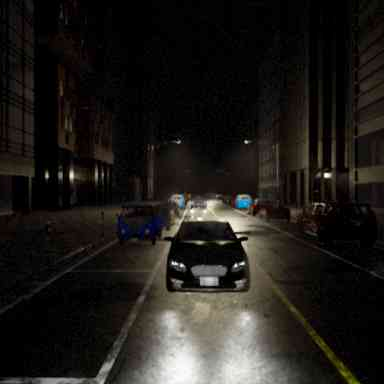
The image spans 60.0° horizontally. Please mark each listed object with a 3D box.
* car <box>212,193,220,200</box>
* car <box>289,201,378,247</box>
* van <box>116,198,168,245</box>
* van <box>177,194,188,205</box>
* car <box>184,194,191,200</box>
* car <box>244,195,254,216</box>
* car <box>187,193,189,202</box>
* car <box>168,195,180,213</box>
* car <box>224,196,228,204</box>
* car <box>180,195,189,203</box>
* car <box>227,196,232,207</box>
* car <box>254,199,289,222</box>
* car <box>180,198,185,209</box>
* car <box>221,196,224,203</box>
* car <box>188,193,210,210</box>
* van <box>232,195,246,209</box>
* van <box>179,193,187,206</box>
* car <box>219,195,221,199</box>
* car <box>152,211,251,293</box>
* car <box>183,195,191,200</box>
[{"bbox_3d":[7.154,1.487,87.868,2.008,1.369,4.403,0,0,1],"label":"car"},{"bbox_3d":[6.296,1.298,14.955,2.192,1.841,5.009,0,0,1],"label":"car"},{"bbox_3d":[-2.229,1.324,15.045,1.690,1.788,3.998,0,0,1],"label":"van"},{"bbox_3d":[-1.700,1.281,59.918,1.690,1.788,3.998,0,0,1],"label":"van"},{"bbox_3d":[-1.304,1.376,93.572,1.967,1.590,4.097,0,0,1],"label":"car"},{"bbox_3d":[6.494,1.406,31.781,1.967,1.590,4.097,0,0,1],"label":"car"},{"bbox_3d":[-1.766,1.385,54.309,1.967,1.590,4.097,0,0,1],"label":"car"},{"bbox_3d":[-2.163,1.292,20.654,2.192,1.841,5.009,0,0,1],"label":"car"},{"bbox_3d":[6.758,1.511,54.216,1.947,1.339,4.313,0,0,1],"label":"car"},{"bbox_3d":[-1.571,1.460,70.965,1.752,1.417,4.829,0,0,1],"label":"car"},{"bbox_3d":[6.692,1.495,48.607,1.887,1.381,4.507,0,0,1],"label":"car"},{"bbox_3d":[6.428,1.516,26.172,1.887,1.381,4.507,0,0,1],"label":"car"},{"bbox_3d":[-2.031,1.517,31.872,2.008,1.369,4.403,0,0,1],"label":"car"},{"bbox_3d":[6.826,1.465,59.995,1.752,1.417,4.829,0,0,1],"label":"car"},{"bbox_3d":[0.855,1.308,42.321,2.097,1.767,4.553,0,0,1],"label":"car"},{"bbox_3d":[6.626,1.297,42.998,1.690,1.788,3.998,0,0,1],"label":"van"},{"bbox_3d":[-1.898,1.297,43.090,1.690,1.788,3.998,0,0,1],"label":"van"},{"bbox_3d":[6.892,1.461,65.604,1.752,1.417,4.829,0,0,1],"label":"car"},{"bbox_3d":[0.362,1.481,8.960,2.128,1.511,4.902,0,0,1],"label":"car"},{"bbox_3d":[-1.370,1.502,87.963,1.947,1.339,4.313,0,0,1],"label":"car"}]
